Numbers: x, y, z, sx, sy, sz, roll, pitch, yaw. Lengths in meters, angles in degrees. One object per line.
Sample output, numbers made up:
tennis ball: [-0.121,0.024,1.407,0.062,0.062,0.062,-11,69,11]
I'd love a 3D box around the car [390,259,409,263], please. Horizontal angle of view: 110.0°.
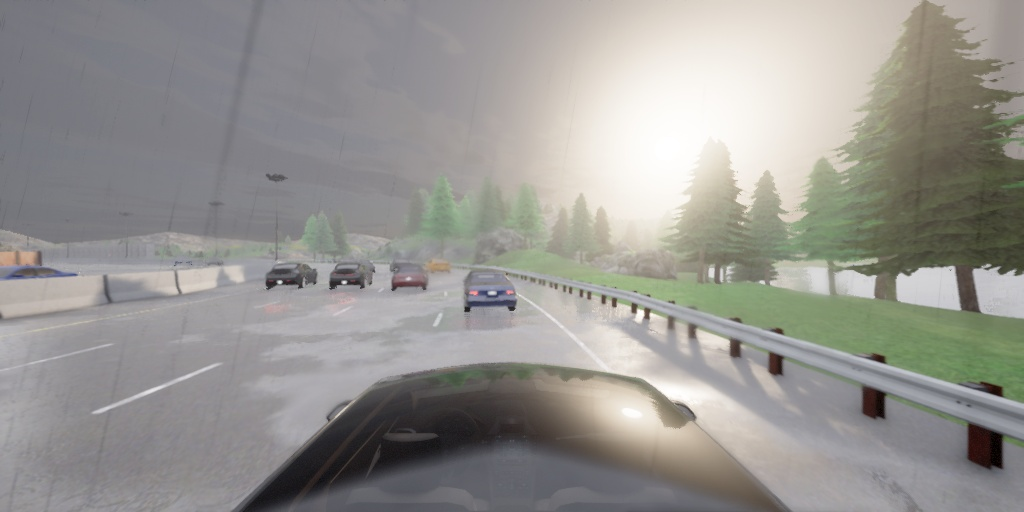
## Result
car: [-11.892,1.048,38.256,1.882,1.535,5.008,0,0,-24]

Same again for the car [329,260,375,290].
car: [-9.679,1.164,21.811,1.837,1.490,4.892,0,0,-14]

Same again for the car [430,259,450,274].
car: [-7.887,1.041,37.795,1.882,1.535,5.008,0,0,-24]

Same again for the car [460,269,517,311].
car: [-1.000,1.230,14.039,2.033,1.411,5.357,0,0,-8]

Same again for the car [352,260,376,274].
car: [-15.902,1.143,38.424,1.994,1.385,4.181,0,0,-27]

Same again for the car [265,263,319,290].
car: [-13.344,1.171,21.986,1.837,1.490,4.892,0,0,-15]

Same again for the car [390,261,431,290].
car: [-6.038,1.216,21.497,1.994,1.385,4.181,0,0,-12]

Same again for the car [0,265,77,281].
car: [-22.889,1.200,16.298,1.882,1.535,5.008,0,0,-13]
